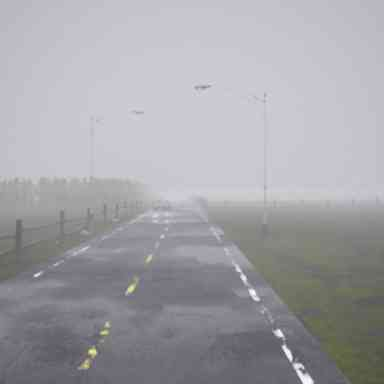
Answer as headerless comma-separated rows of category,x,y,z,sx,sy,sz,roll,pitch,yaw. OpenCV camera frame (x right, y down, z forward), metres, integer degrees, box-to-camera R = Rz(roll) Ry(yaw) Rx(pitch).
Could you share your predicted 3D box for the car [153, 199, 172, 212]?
car,-3.253,1.503,37.237,1.994,1.385,4.181,0,0,-1
